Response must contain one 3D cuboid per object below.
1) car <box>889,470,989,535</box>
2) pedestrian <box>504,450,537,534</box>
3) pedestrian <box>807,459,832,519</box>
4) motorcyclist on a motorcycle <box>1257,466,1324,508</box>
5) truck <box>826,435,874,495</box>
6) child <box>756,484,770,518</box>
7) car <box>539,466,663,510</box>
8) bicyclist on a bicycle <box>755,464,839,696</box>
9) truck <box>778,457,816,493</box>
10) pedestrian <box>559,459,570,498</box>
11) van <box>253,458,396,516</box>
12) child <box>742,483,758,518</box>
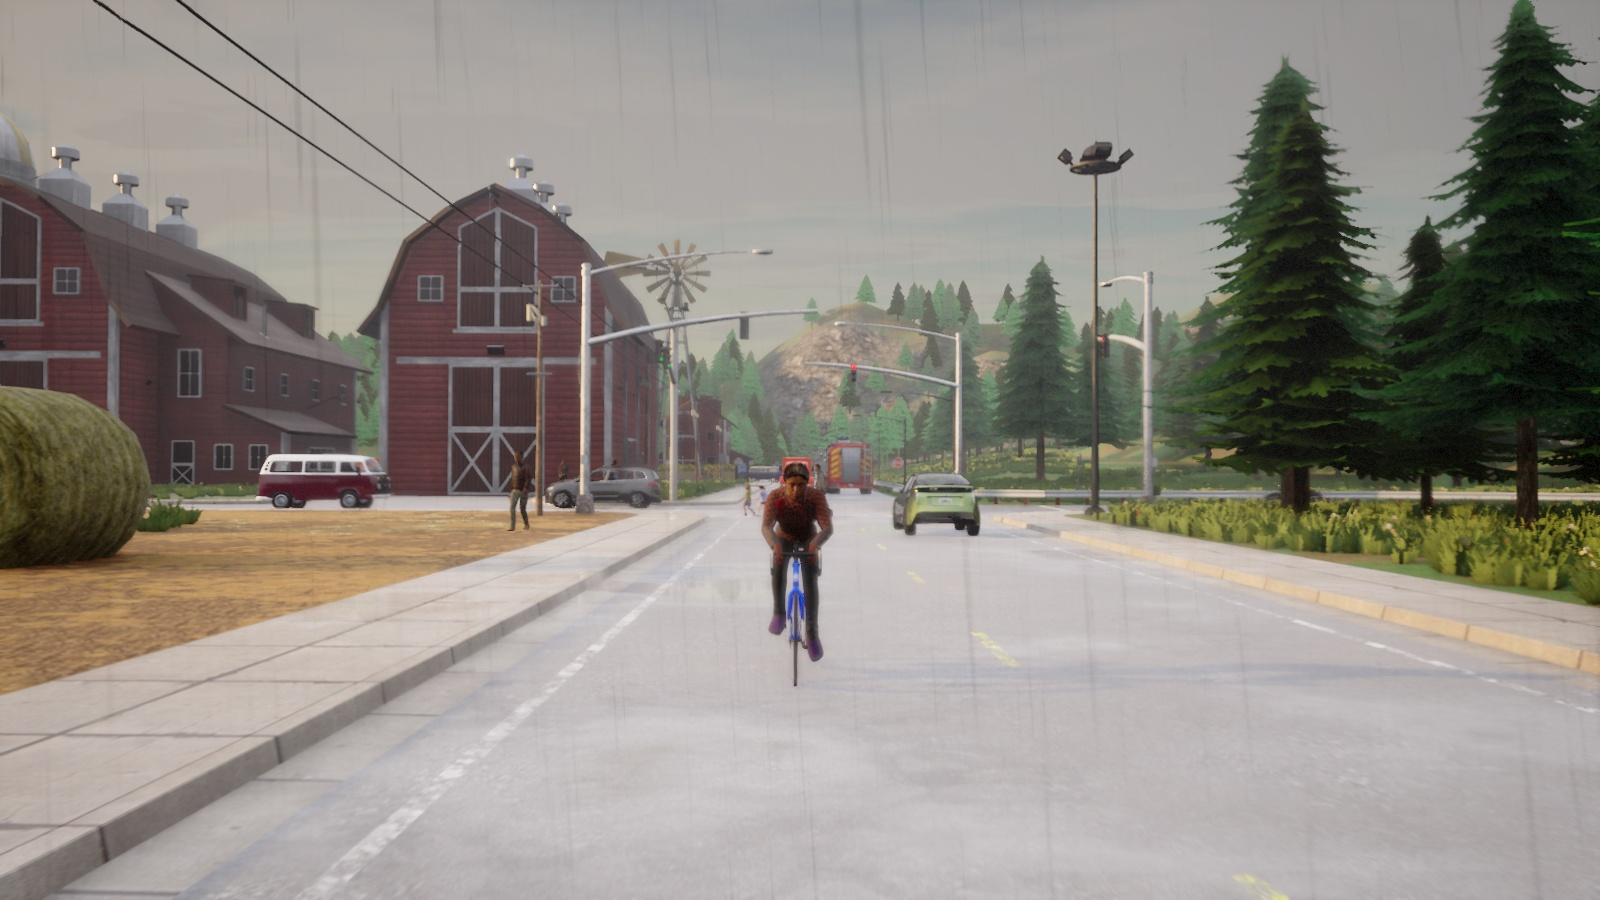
[{"bbox_3d":[3.424,1.268,31.762,2.007,1.525,4.514,0,-1,0],"label":"car"},{"bbox_3d":[-6.231,0.932,27.995,0.431,1.840,0.703,-1,-1,18],"label":"pedestrian"},{"bbox_3d":[0.632,1.278,41.220,0.788,1.949,0.423,0,-1,4],"label":"pedestrian"},{"bbox_3d":[19.632,1.484,50.313,2.350,1.649,0.766,0,-1,-1],"label":"motorcyclist on a motorcycle"},{"bbox_3d":[3.292,1.035,85.342,2.891,3.827,8.468,0,-1,0],"label":"truck"},{"bbox_3d":[-1.215,1.667,41.174,0.394,1.110,0.255,0,-1,7],"label":"child"},{"bbox_3d":[-7.826,1.478,49.750,4.611,1.667,2.242,0,-1,-1],"label":"car"},{"bbox_3d":[-0.023,0.925,9.654,0.582,1.620,1.656,0,0,0],"label":"bicyclist on a bicycle"},{"bbox_3d":[-0.212,1.803,89.992,2.627,2.467,5.204,0,-1,0],"label":"truck"},{"bbox_3d":[-11.011,1.332,58.699,0.328,1.805,0.869,0,-1,-20],"label":"pedestrian"},{"bbox_3d":[-17.380,1.331,46.053,4.480,2.038,2.069,0,-1,-1],"label":"van"},{"bbox_3d":[-1.654,1.665,41.712,0.473,1.160,0.299,-1,-1,17],"label":"child"}]
